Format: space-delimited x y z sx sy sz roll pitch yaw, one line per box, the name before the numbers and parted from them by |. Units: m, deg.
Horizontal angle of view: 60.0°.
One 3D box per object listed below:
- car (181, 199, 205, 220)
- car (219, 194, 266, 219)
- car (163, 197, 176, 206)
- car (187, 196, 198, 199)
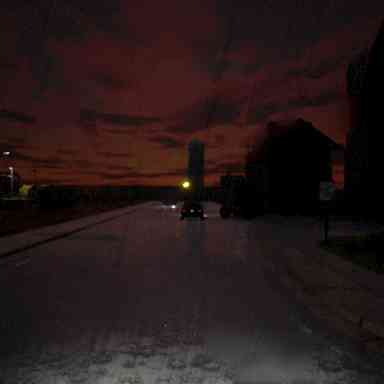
car | 0.059 1.513 27.746 2.033 1.411 5.357 0 -1 1
car | 4.169 1.173 27.507 1.905 1.878 3.866 -7 4 -42
car | -3.572 1.512 53.624 1.895 1.301 4.718 1 0 0
car | 0.077 1.314 44.711 2.097 1.767 4.553 1 0 0
